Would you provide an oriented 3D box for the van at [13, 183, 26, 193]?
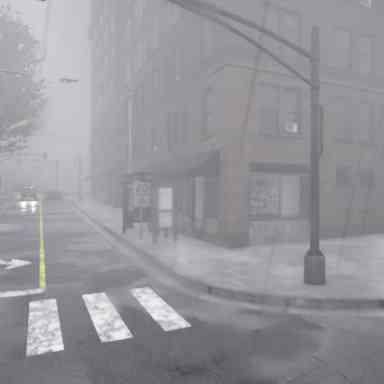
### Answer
[{"bbox_3d":[-33.607,-0.777,64.124,1.690,1.788,3.998,2,1,-25],"label":"van"}]

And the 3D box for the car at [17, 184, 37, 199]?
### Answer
[{"bbox_3d":[-21.401,0.115,43.738,2.128,1.511,4.902,0,3,-25],"label":"car"}]

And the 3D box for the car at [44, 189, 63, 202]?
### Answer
[{"bbox_3d":[-17.209,0.352,41.292,1.837,1.490,4.892,0,3,-24],"label":"car"}]

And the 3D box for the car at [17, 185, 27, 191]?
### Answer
[{"bbox_3d":[-41.499,-1.047,81.281,1.887,1.381,4.507,2,1,-25],"label":"car"}]
